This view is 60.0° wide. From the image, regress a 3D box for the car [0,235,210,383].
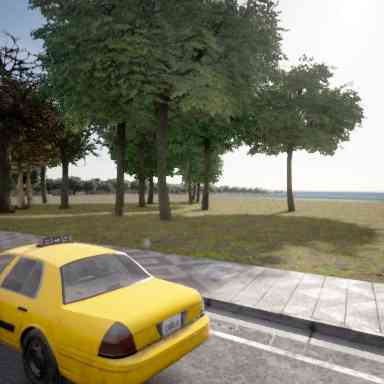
[{"bbox_3d":[-2.310,1.453,5.210,5.366,1.575,1.801,0,0,36],"label":"car"}]
